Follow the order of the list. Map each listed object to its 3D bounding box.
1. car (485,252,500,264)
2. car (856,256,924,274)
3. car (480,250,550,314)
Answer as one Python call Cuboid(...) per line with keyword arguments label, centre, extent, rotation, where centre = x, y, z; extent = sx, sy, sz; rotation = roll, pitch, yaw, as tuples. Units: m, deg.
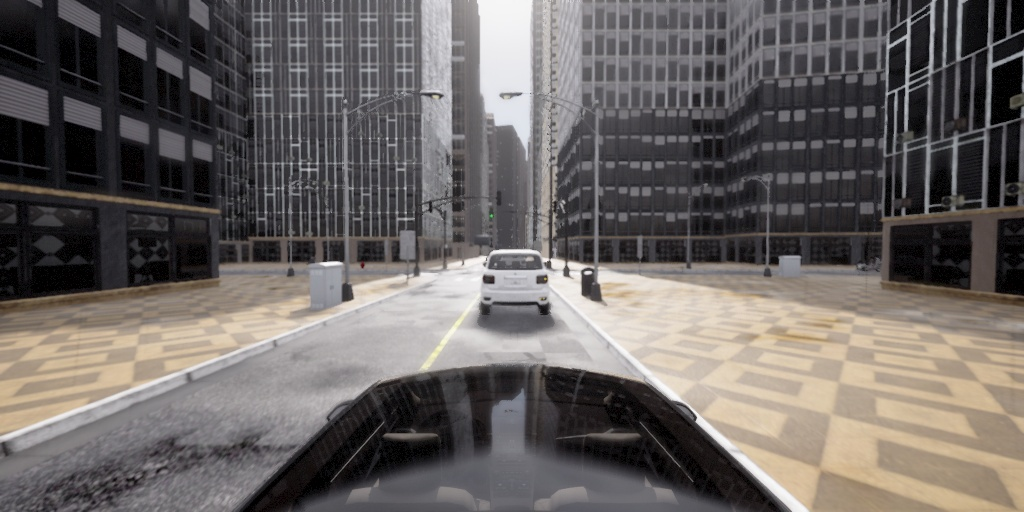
Cuboid(label="car", centre=(-3.057, 0.282, 56.666), extent=(2.097, 1.767, 4.553), rotation=(0, 1, 0))
Cuboid(label="car", centre=(32.491, 0.725, 30.615), extent=(4.902, 1.511, 2.128), rotation=(0, 2, 8))
Cuboid(label="car", centre=(0.099, 0.798, 12.929), extent=(2.150, 2.045, 5.566), rotation=(0, 1, 0))
